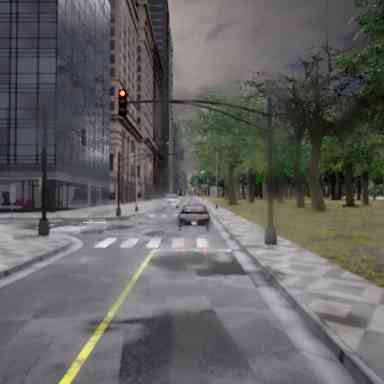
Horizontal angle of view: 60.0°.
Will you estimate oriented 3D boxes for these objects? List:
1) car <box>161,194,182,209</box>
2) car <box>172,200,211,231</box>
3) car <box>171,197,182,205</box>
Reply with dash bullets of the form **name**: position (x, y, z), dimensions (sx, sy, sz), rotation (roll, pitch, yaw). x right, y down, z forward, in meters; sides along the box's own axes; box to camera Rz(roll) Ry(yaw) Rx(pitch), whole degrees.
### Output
- **car**: position (-3.017, 1.341, 46.896), dimensions (2.150, 2.045, 5.566), rotation (0, 0, 0)
- **car**: position (0.135, 1.505, 20.841), dimensions (2.128, 1.511, 4.902), rotation (1, 0, 0)
- **car**: position (-2.938, 1.722, 64.270), dimensions (1.812, 1.442, 4.674), rotation (0, 0, 1)
